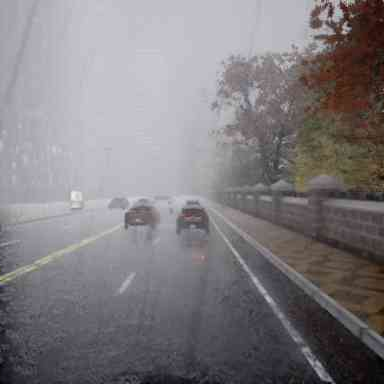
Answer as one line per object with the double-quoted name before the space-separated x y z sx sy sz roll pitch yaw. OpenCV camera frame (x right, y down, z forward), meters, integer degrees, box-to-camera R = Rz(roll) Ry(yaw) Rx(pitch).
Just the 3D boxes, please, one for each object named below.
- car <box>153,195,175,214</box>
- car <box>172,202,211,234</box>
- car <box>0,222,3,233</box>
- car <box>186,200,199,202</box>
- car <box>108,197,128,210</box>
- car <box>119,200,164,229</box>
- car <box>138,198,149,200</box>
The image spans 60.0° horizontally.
"car" -3.140 1.301 36.859 2.150 2.045 5.566 0 -1 -1
"car" 0.067 1.545 19.462 1.837 1.490 4.892 0 -1 0
"car" -9.811 1.627 13.347 1.895 1.301 4.718 0 0 0
"car" 0.072 1.582 35.147 1.837 1.490 4.892 0 -1 0
"car" -9.815 1.455 44.977 2.097 1.767 4.553 0 0 1
"car" -3.151 1.524 21.821 1.882 1.535 5.008 0 -1 0
"car" -6.566 1.610 44.943 1.837 1.490 4.892 0 0 0
